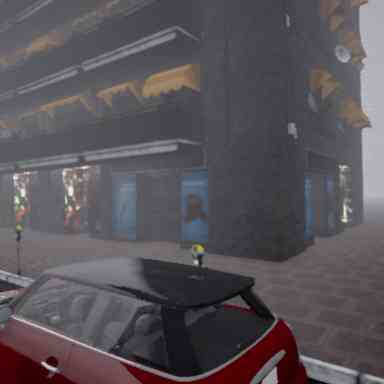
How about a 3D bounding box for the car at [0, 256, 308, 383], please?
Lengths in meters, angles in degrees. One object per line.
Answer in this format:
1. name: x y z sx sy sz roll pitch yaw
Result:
1. car: -0.999 1.443 3.613 4.097 1.590 1.967 0 -1 36
